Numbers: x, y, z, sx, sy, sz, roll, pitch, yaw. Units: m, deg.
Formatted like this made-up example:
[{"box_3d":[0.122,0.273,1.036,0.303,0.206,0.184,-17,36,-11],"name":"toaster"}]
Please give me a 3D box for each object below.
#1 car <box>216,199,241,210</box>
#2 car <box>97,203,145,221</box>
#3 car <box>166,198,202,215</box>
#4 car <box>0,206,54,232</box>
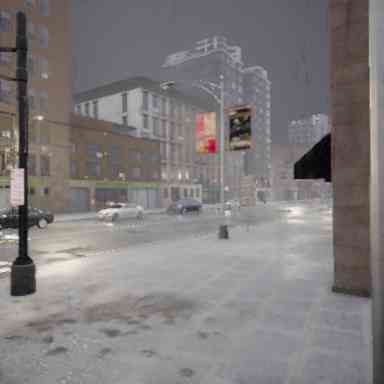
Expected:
[{"box_3d":[5.026,1.632,44.647,1.812,1.442,4.674,-1,0,36],"name":"car"},{"box_3d":[-6.072,1.689,28.981,1.812,1.442,4.674,-1,0,35],"name":"car"},{"box_3d":[-0.857,1.487,36.356,2.097,1.767,4.553,-1,0,35],"name":"car"},{"box_3d":[-11.406,1.700,21.409,1.837,1.490,4.892,-1,0,36],"name":"car"}]
